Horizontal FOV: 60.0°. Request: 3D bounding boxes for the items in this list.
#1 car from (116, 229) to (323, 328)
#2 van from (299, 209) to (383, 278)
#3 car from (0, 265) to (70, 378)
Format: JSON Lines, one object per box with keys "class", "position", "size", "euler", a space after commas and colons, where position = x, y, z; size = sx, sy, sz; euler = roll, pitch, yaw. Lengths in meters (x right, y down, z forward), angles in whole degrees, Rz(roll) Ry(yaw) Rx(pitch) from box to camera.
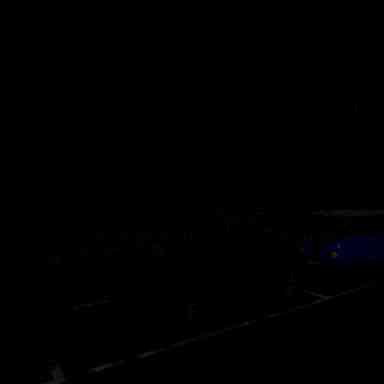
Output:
{"class": "car", "position": [0.575, 1.608, 7.062], "size": [4.313, 1.339, 1.947], "euler": [1, -1, -36]}
{"class": "van", "position": [4.982, 1.434, 10.207], "size": [3.998, 1.788, 1.690], "euler": [1, -1, -36]}
{"class": "car", "position": [-3.831, 1.536, 3.918], "size": [4.507, 1.381, 1.887], "euler": [1, -1, -36]}
